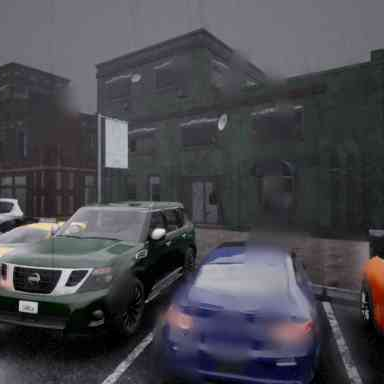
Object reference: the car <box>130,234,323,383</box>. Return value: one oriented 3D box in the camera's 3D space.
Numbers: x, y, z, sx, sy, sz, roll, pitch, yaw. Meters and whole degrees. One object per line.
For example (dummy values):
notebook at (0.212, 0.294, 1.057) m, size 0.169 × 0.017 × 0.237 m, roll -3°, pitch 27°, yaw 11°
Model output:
car at (0.975, 1.526, 5.399) m, size 2.002 × 1.452 × 4.674 m, roll 0°, pitch -1°, yaw 15°

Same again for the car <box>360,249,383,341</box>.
car at (3.439, 1.360, 3.695) m, size 2.185 × 1.767 × 4.553 m, roll 1°, pitch -1°, yaw 15°

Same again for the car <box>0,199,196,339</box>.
car at (-1.457, 1.236, 7.118) m, size 2.435 × 2.045 × 5.566 m, roll 1°, pitch -1°, yaw 15°
